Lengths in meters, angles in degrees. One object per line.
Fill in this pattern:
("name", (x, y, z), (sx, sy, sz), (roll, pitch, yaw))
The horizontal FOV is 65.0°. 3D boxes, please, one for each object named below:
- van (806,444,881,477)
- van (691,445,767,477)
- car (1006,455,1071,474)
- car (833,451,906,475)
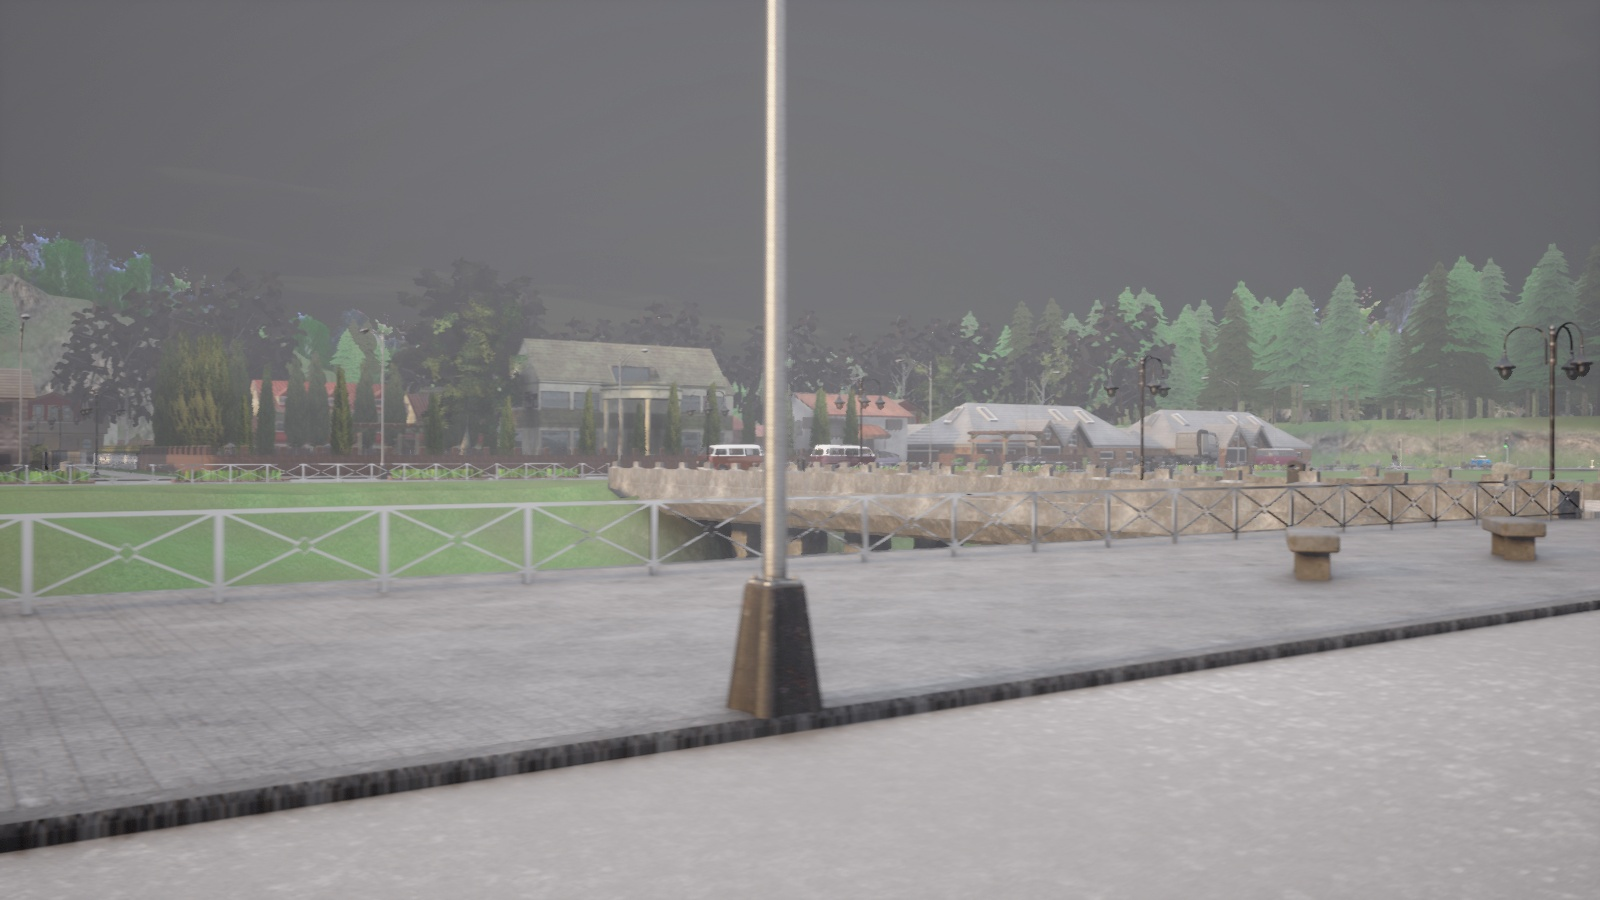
("van", (2.812, 0.662, 81.379), (4.480, 2.038, 2.069), (0, 0, -35))
("van", (-4.570, 0.677, 81.116), (4.480, 2.038, 2.069), (0, 0, -35))
("car", (17.376, 1.033, 91.510), (4.718, 1.301, 1.895), (0, 0, -35))
("car", (4.839, 0.880, 87.661), (4.856, 1.649, 2.033), (0, 0, -35))
